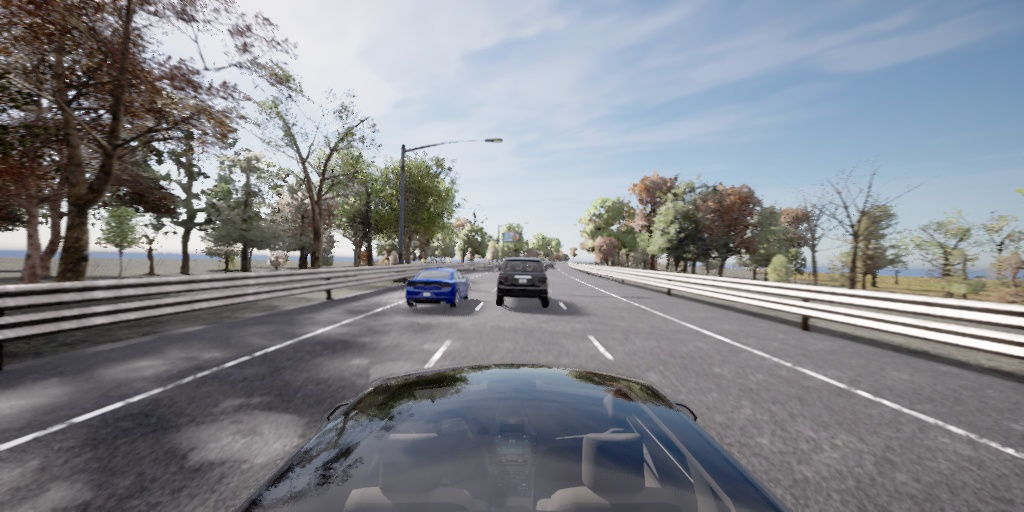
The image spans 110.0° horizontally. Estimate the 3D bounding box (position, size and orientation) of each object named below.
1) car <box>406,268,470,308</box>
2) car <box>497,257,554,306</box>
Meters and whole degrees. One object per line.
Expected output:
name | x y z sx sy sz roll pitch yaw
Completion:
car | -3.023 1.266 15.502 1.882 1.535 5.008 1 0 2
car | 0.506 1.095 16.716 2.150 2.045 5.566 1 0 2
